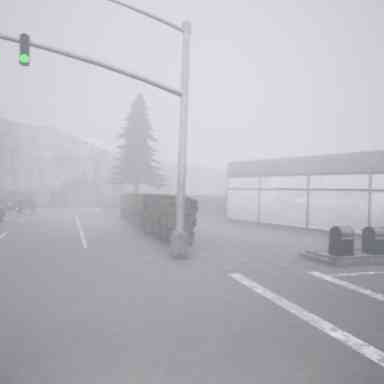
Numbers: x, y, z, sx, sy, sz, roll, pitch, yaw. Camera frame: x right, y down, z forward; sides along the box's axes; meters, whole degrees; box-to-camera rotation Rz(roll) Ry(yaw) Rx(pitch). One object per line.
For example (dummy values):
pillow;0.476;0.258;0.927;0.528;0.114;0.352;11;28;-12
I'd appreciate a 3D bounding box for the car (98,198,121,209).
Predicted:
car;-9.453;1.422;41.139;4.181;1.385;1.994;2;0;-34

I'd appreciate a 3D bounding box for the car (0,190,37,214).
car;-15.511;0.824;29.453;2.150;2.045;5.566;2;0;-8

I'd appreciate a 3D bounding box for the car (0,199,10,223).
car;-12.155;1.274;19.245;1.895;1.301;4.718;2;0;-20
